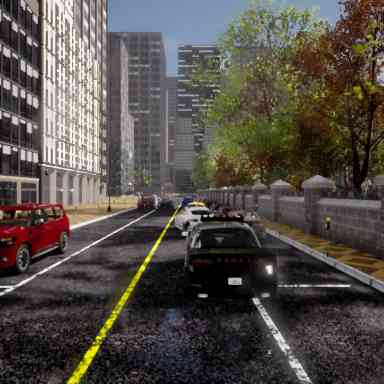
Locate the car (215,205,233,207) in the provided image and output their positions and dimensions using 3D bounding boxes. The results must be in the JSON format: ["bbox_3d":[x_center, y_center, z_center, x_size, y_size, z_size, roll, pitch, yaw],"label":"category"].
[{"bbox_3d":[2.409,1.548,16.186,2.008,1.369,4.403,0,0,-1],"label":"car"}]

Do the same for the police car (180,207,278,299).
[{"bbox_3d":[0.757,1.424,8.647,1.930,1.638,5.238,0,0,-1],"label":"police car"}]

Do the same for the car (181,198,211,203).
[{"bbox_3d":[0.312,1.452,24.760,1.801,1.575,5.366,0,0,4],"label":"car"}]

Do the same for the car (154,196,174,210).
[{"bbox_3d":[-3.216,1.554,41.592,1.994,1.385,4.181,0,0,-1],"label":"car"}]

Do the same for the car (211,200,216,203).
[{"bbox_3d":[2.273,1.561,27.285,1.947,1.339,4.313,0,0,-1],"label":"car"}]

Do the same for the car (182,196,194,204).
[{"bbox_3d":[-0.735,1.468,63.931,2.128,1.511,4.902,0,0,-1],"label":"car"}]

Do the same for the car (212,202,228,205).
[{"bbox_3d":[2.341,1.578,21.736,1.802,1.307,4.206,0,0,-1],"label":"car"}]

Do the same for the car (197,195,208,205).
[{"bbox_3d":[1.868,1.418,60.582,1.967,1.590,4.097,0,0,-1],"label":"car"}]

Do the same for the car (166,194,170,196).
[{"bbox_3d":[-6.214,1.282,77.180,2.192,1.841,5.009,0,0,-1],"label":"car"}]

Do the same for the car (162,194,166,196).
[{"bbox_3d":[-6.155,1.504,60.387,1.752,1.417,4.829,0,0,-1],"label":"car"}]

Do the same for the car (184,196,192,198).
[{"bbox_3d":[-0.483,1.465,45.857,1.882,1.535,5.008,0,0,0],"label":"car"}]

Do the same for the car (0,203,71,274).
[{"bbox_3d":[-5.552,1.314,10.689,2.192,1.841,5.009,0,0,-1],"label":"car"}]

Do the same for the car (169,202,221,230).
[{"bbox_3d":[0.171,1.523,18.328,1.812,1.442,4.674,0,0,-13],"label":"car"}]

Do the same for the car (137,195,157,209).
[{"bbox_3d":[-5.955,1.304,43.936,2.192,1.841,5.009,0,0,-1],"label":"car"}]
